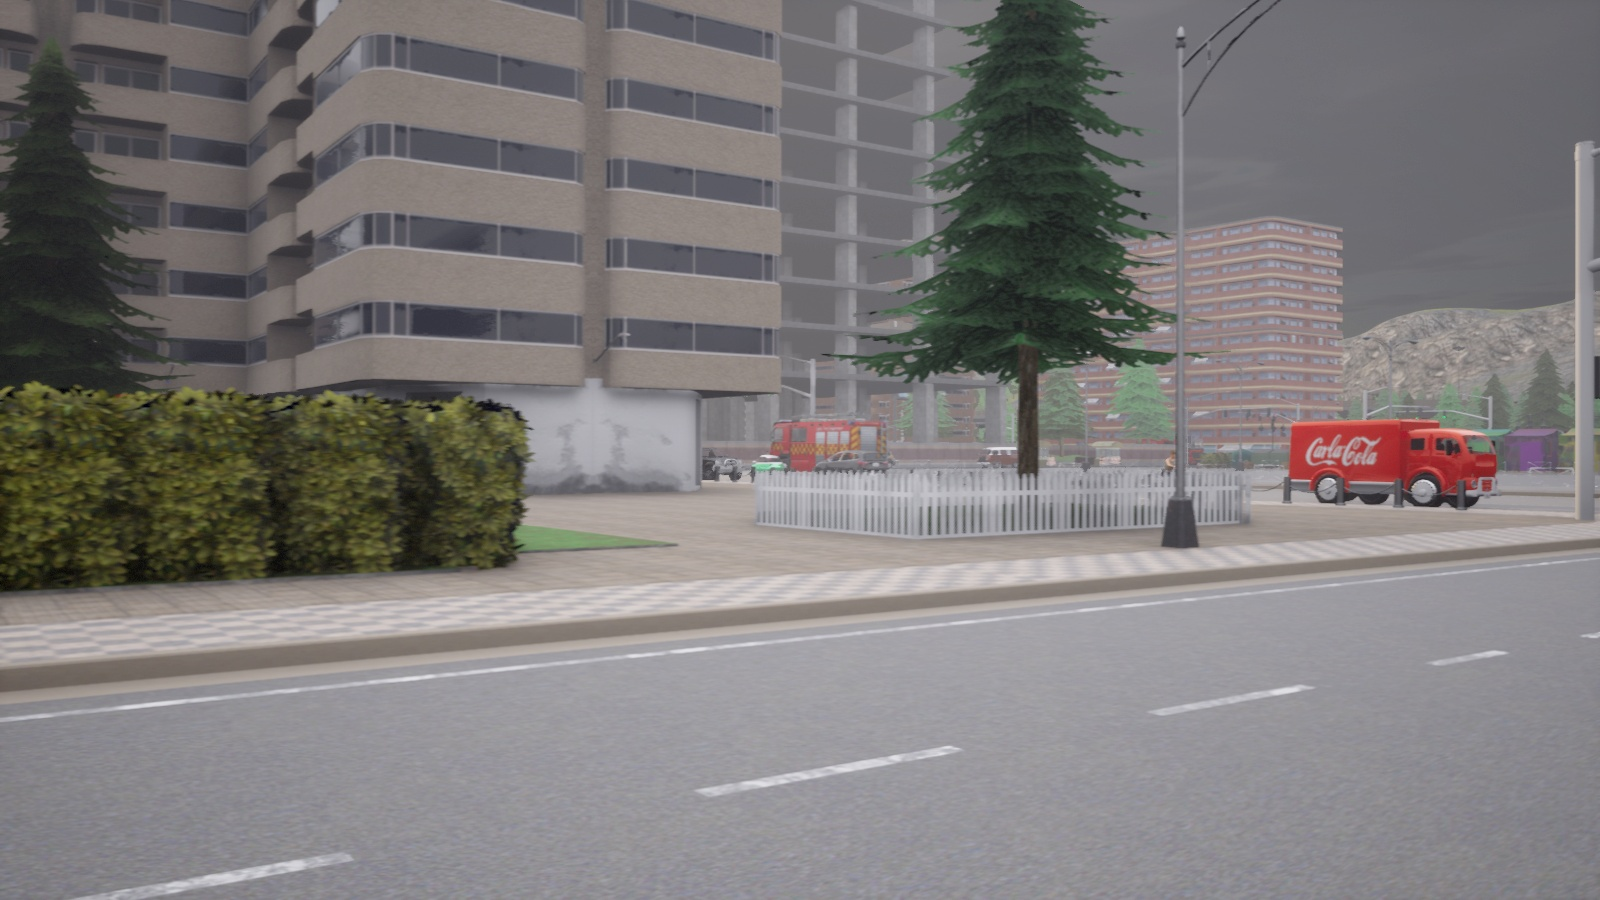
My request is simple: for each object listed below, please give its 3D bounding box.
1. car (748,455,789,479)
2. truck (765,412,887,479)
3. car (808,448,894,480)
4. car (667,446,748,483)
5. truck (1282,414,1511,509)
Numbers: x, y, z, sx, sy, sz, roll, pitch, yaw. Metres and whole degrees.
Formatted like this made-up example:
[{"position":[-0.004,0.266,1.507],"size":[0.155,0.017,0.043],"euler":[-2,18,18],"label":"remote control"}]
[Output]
[{"position":[-1.872,0.985,74.093],"size":[1.481,1.376,2.207],"euler":[0,0,-35],"label":"car"},{"position":[1.425,-0.238,75.487],"size":[2.891,3.827,8.468],"euler":[0,0,-35],"label":"truck"},{"position":[2.700,0.749,67.570],"size":[2.242,1.667,4.611],"euler":[0,0,-35],"label":"car"},{"position":[-4.930,0.735,66.559],"size":[1.932,1.855,4.605],"euler":[-1,1,-40],"label":"car"},{"position":[16.691,0.310,35.382],"size":[2.627,2.467,5.204],"euler":[0,0,-35],"label":"truck"}]
